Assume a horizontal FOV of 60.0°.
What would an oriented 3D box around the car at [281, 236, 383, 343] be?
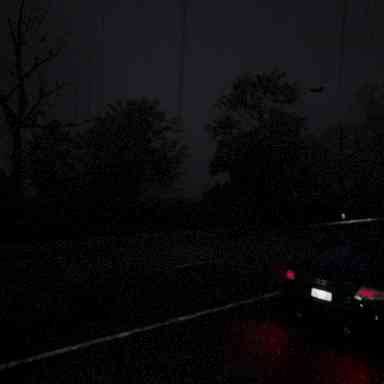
[{"bbox_3d":[3.642,1.559,6.342,4.181,1.385,1.994,0,0,-36],"label":"car"}]
